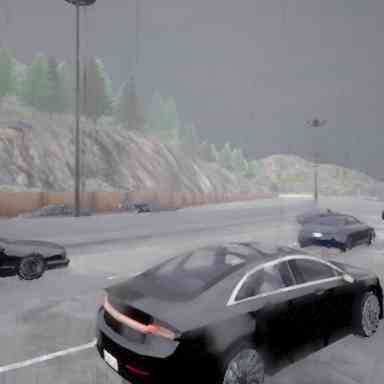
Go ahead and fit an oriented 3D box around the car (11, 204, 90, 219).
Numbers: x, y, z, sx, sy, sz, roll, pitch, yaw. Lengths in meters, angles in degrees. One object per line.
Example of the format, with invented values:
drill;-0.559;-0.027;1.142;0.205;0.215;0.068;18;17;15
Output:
car;-8.637;1.667;19.751;4.181;1.385;1.994;0;0;-40

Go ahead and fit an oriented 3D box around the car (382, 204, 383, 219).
car;18.715;1.515;30.526;2.097;1.767;4.553;0;0;31

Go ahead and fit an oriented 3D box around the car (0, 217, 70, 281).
car;-5.960;1.591;8.234;5.357;1.411;2.033;0;0;-37

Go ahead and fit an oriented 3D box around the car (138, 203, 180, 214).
car;-3.374;1.839;34.904;1.895;1.301;4.718;0;0;37

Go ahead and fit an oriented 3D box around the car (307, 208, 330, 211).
car;8.763;1.720;22.240;1.895;1.301;4.718;0;0;39

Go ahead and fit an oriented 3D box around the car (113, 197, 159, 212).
car;-6.140;1.373;37.052;2.128;1.511;4.902;0;0;37

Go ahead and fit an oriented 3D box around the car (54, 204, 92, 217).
car;-9.588;1.627;23.511;4.892;1.490;1.837;0;0;-42

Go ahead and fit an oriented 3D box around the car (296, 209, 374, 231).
car;6.292;1.641;14.324;4.181;1.385;1.994;0;0;-45

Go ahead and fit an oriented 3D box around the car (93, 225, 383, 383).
car;1.057;1.519;4.938;4.902;1.511;2.128;0;0;-39
